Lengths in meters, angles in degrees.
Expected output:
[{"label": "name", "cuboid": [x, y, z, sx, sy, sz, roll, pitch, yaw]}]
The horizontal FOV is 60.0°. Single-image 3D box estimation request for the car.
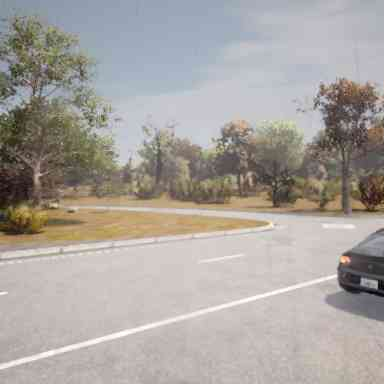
[{"label": "car", "cuboid": [5.051, 1.462, 7.345, 4.674, 1.442, 1.812, -1, 0, -36]}]
